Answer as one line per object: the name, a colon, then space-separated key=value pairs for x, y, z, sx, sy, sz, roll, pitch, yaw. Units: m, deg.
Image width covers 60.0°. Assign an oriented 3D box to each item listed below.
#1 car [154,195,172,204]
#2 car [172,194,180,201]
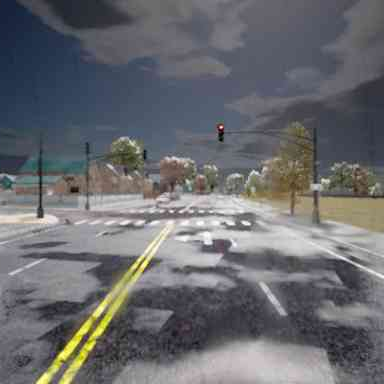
car: x=-4.827 y=1.262 z=54.015 sx=1.812 sy=1.442 sz=4.674 roll=0 pitch=1 yaw=3
car: x=-3.592 y=1.120 z=71.524 sx=1.837 sy=1.490 sz=4.892 roll=0 pitch=0 yaw=5
